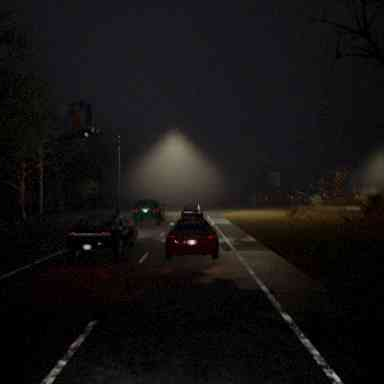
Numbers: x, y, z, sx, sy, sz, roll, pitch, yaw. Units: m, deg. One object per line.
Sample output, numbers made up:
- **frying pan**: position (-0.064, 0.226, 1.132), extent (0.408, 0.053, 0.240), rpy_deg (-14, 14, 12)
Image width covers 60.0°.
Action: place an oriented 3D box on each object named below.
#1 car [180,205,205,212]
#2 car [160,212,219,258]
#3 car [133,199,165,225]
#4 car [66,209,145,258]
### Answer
- **car**: position (0.028, 1.827, 28.510), extent (2.128, 1.511, 4.902), rpy_deg (0, -1, 1)
- **car**: position (0.024, 1.722, 13.470), extent (1.994, 1.385, 4.181), rpy_deg (0, -1, 1)
- **car**: position (-3.485, 1.548, 27.581), extent (2.150, 2.045, 5.566), rpy_deg (0, 0, 0)
- **car**: position (-3.474, 1.650, 13.506), extent (2.128, 1.511, 4.902), rpy_deg (0, -1, 1)
